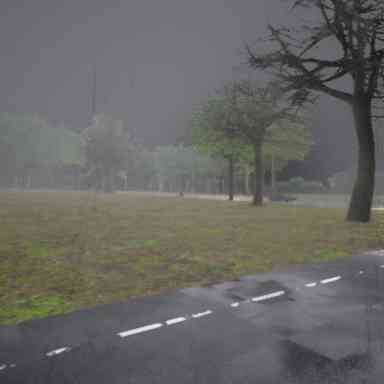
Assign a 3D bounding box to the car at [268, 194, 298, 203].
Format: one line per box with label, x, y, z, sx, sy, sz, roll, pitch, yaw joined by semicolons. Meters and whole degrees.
car;16.027;1.060;58.911;2.033;1.411;5.357;-1;2;-35
